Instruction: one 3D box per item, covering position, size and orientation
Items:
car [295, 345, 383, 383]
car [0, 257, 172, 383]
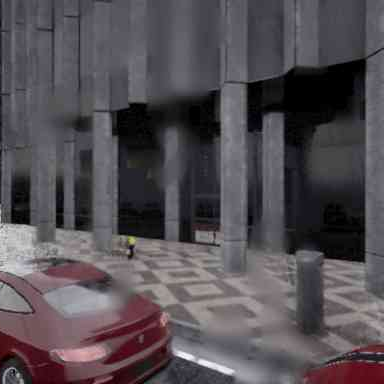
[{"bbox_3d":[2.264,1.443,1.349,4.097,1.590,1.967,0,0,36],"label":"car"},{"bbox_3d":[-2.166,1.573,4.509,4.206,1.307,1.802,0,0,36],"label":"car"}]
